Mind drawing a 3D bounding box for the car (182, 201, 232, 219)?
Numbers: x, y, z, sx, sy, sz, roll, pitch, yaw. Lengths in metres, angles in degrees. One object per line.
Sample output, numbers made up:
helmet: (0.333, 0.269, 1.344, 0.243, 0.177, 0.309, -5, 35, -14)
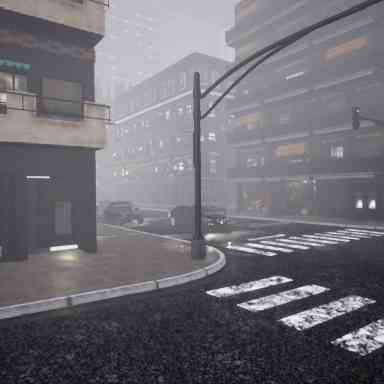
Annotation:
car: (1.212, 1.513, 29.190, 2.008, 1.369, 4.403, -1, 1, -36)

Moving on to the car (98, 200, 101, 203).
car: (-11.915, 1.520, 47.249, 1.887, 1.381, 4.507, -1, 1, -36)

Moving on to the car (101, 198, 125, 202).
car: (-6.300, 1.541, 30.318, 1.837, 1.490, 4.892, -1, 1, -36)

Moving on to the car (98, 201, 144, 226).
car: (-5.161, 1.632, 24.557, 1.947, 1.339, 4.313, -1, 1, -36)

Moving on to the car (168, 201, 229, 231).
car: (0.292, 1.534, 21.247, 1.837, 1.490, 4.892, -1, 1, -36)
